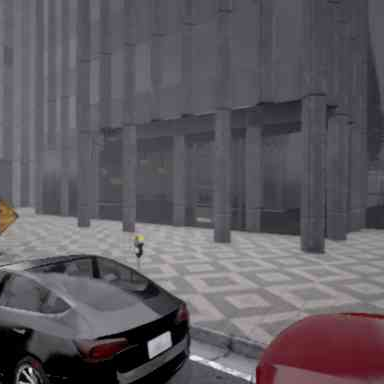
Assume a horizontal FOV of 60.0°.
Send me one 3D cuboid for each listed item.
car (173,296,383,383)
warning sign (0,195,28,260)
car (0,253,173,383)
[{"bbox_3d":[2.582,1.328,1.239,5.009,1.841,2.192,1,0,36],"label":"car"},{"bbox_3d":[-5.824,1.024,9.950,1.060,1.860,1.300,1,0,36],"label":"warning sign"},{"bbox_3d":[-2.011,1.530,4.516,4.313,1.339,1.947,1,0,36],"label":"car"}]
